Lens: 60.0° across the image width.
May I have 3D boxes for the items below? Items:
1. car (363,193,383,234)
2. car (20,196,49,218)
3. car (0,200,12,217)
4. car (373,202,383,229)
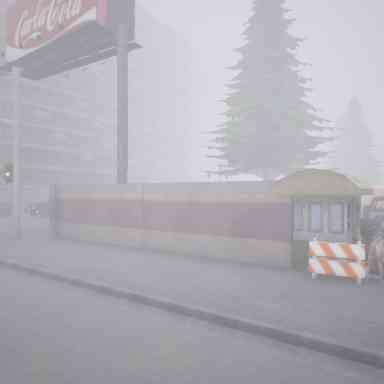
[{"bbox_3d":[10.719,1.149,16.598,3.866,1.878,1.905,0,0,35],"label":"car"},{"bbox_3d":[-12.424,1.222,30.857,2.150,2.045,5.566,0,0,35],"label":"car"},{"bbox_3d":[-17.706,1.505,29.452,1.837,1.490,4.892,0,0,35],"label":"car"},{"bbox_3d":[12.661,1.338,18.653,4.193,1.474,1.816,0,0,35],"label":"car"}]
